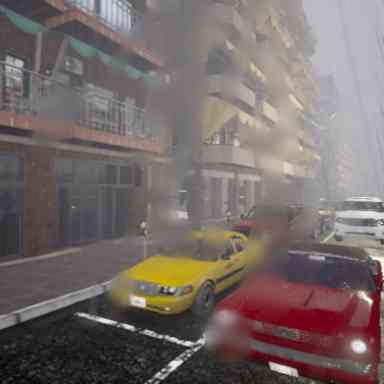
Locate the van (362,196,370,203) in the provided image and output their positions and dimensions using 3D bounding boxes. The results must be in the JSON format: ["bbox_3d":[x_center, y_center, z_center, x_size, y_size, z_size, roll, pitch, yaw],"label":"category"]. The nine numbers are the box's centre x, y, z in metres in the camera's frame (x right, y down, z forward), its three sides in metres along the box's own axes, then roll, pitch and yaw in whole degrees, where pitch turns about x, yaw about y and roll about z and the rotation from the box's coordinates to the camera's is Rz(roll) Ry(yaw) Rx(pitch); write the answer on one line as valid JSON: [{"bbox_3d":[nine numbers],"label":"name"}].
[{"bbox_3d":[44.199,1.883,84.583,1.690,1.788,3.998,0,0,30],"label":"van"}]

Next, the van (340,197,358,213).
[{"bbox_3d":[19.555,1.553,41.381,1.690,1.788,3.998,0,0,30],"label":"van"}]

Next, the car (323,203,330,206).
[{"bbox_3d":[8.600,1.632,22.178,2.008,1.369,4.403,0,0,30],"label":"car"}]

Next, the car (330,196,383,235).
[{"bbox_3d":[8.568,1.307,16.672,2.150,2.045,5.566,1,0,30],"label":"car"}]

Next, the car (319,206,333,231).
[{"bbox_3d":[5.862,1.602,17.377,2.008,1.369,4.403,0,0,30],"label":"car"}]

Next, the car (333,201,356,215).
[{"bbox_3d":[16.815,1.723,36.579,1.887,1.381,4.507,0,0,30],"label":"car"}]

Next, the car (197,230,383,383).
[{"bbox_3d":[2.086,1.617,5.510,1.895,1.301,4.718,1,0,30],"label":"car"}]

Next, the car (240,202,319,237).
[{"bbox_3d":[3.124,1.336,12.577,2.192,1.841,5.009,0,0,30],"label":"car"}]

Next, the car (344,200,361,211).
[{"bbox_3d":[22.291,1.829,46.179,1.802,1.307,4.206,0,0,30],"label":"car"}]

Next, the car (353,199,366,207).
[{"bbox_3d":[30.506,1.918,60.580,1.947,1.339,4.313,0,0,30],"label":"car"}]

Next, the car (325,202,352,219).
[{"bbox_3d":[14.076,1.711,31.778,1.947,1.339,4.313,0,0,30],"label":"car"}]

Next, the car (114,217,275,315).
[{"bbox_3d":[0.301,1.517,7.630,1.752,1.417,4.829,0,0,30],"label":"car"}]

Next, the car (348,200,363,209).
[{"bbox_3d":[25.029,1.863,50.980,1.802,1.307,4.206,0,0,30],"label":"car"}]
